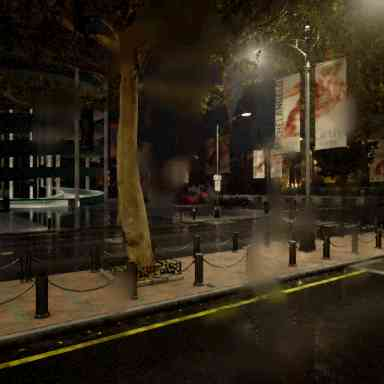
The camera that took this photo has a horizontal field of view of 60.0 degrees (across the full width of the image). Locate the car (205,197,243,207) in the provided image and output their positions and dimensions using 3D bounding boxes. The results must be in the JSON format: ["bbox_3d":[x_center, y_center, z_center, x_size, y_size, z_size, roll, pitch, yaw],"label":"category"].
[{"bbox_3d":[4.758,1.547,50.625,2.033,1.411,5.357,0,0,-35],"label":"car"}]

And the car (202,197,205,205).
[{"bbox_3d":[1.871,1.547,60.719,2.033,1.411,5.357,0,0,-36],"label":"car"}]

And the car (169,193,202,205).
[{"bbox_3d":[-1.150,1.222,58.928,2.150,2.045,5.566,0,0,-36],"label":"car"}]

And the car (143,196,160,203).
[{"bbox_3d":[-9.470,1.478,68.315,5.008,1.535,1.882,0,0,39],"label":"car"}]

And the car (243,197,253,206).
[{"bbox_3d":[7.516,1.491,52.769,2.128,1.511,4.902,0,0,-35],"label":"car"}]

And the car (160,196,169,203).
[{"bbox_3d":[-5.197,1.526,69.349,4.674,1.442,1.812,0,0,45],"label":"car"}]
